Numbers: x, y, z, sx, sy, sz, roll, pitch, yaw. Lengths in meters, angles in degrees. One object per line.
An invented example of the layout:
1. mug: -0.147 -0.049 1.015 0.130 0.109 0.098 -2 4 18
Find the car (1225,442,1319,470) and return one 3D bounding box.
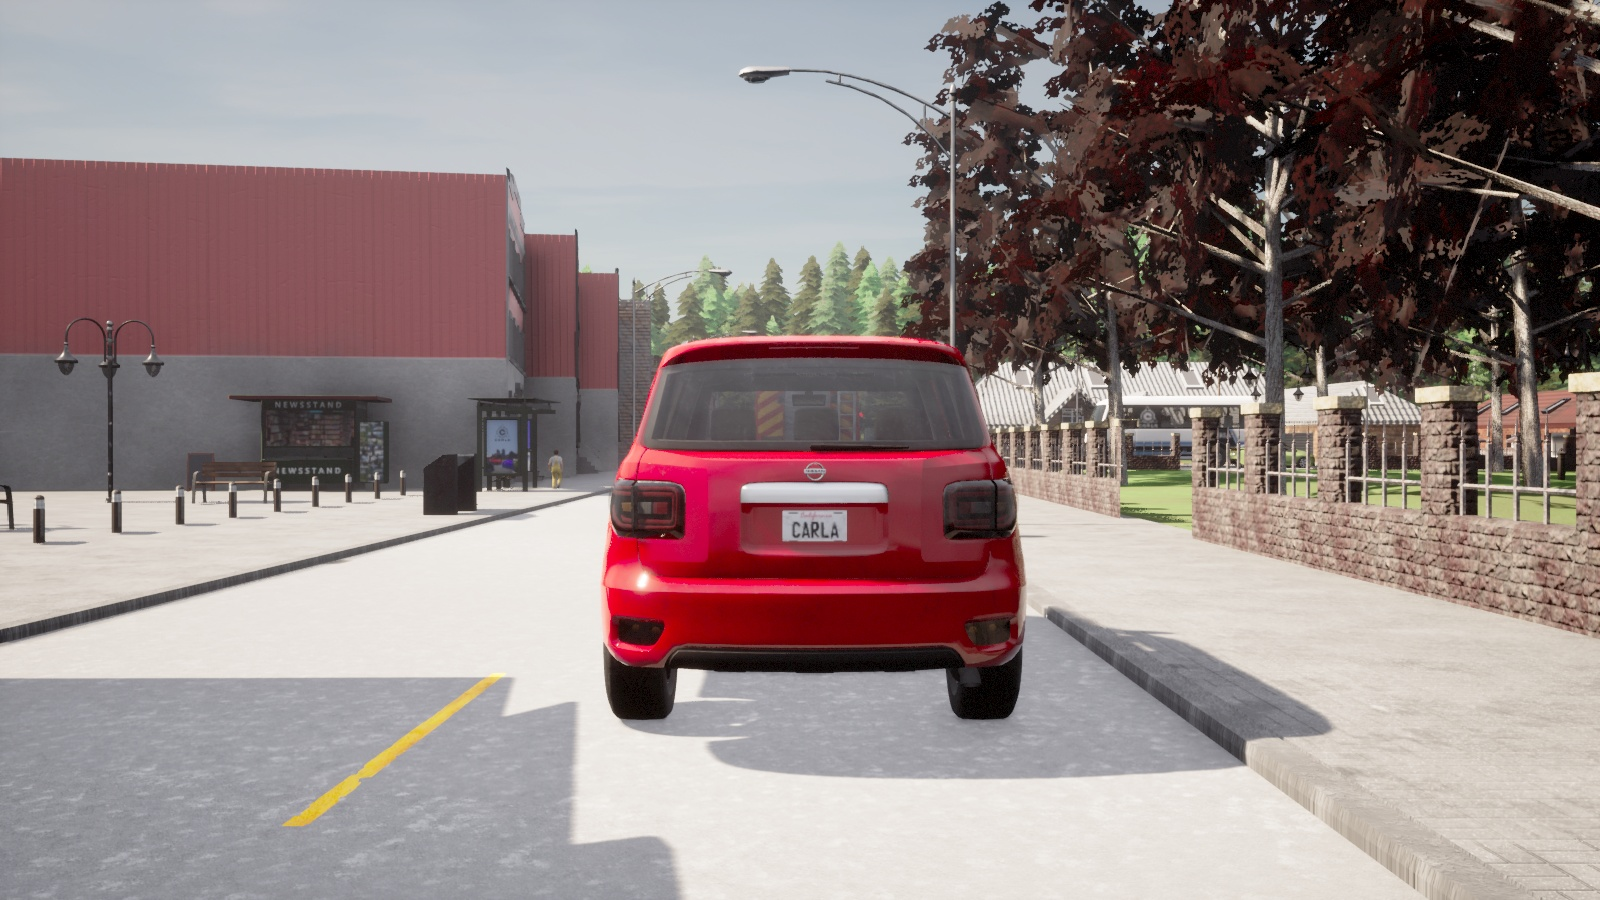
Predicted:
1. car: 26.317 0.319 70.087 4.514 1.525 2.007 0 0 -1

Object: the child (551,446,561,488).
1. child: -7.410 0.513 38.188 0.270 1.263 0.437 0 0 -6

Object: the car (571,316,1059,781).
1. car: 0.065 0.419 8.312 2.150 2.045 5.566 0 0 0

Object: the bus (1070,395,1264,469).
1. bus: 21.515 -1.031 74.190 10.273 4.253 3.944 0 0 0
